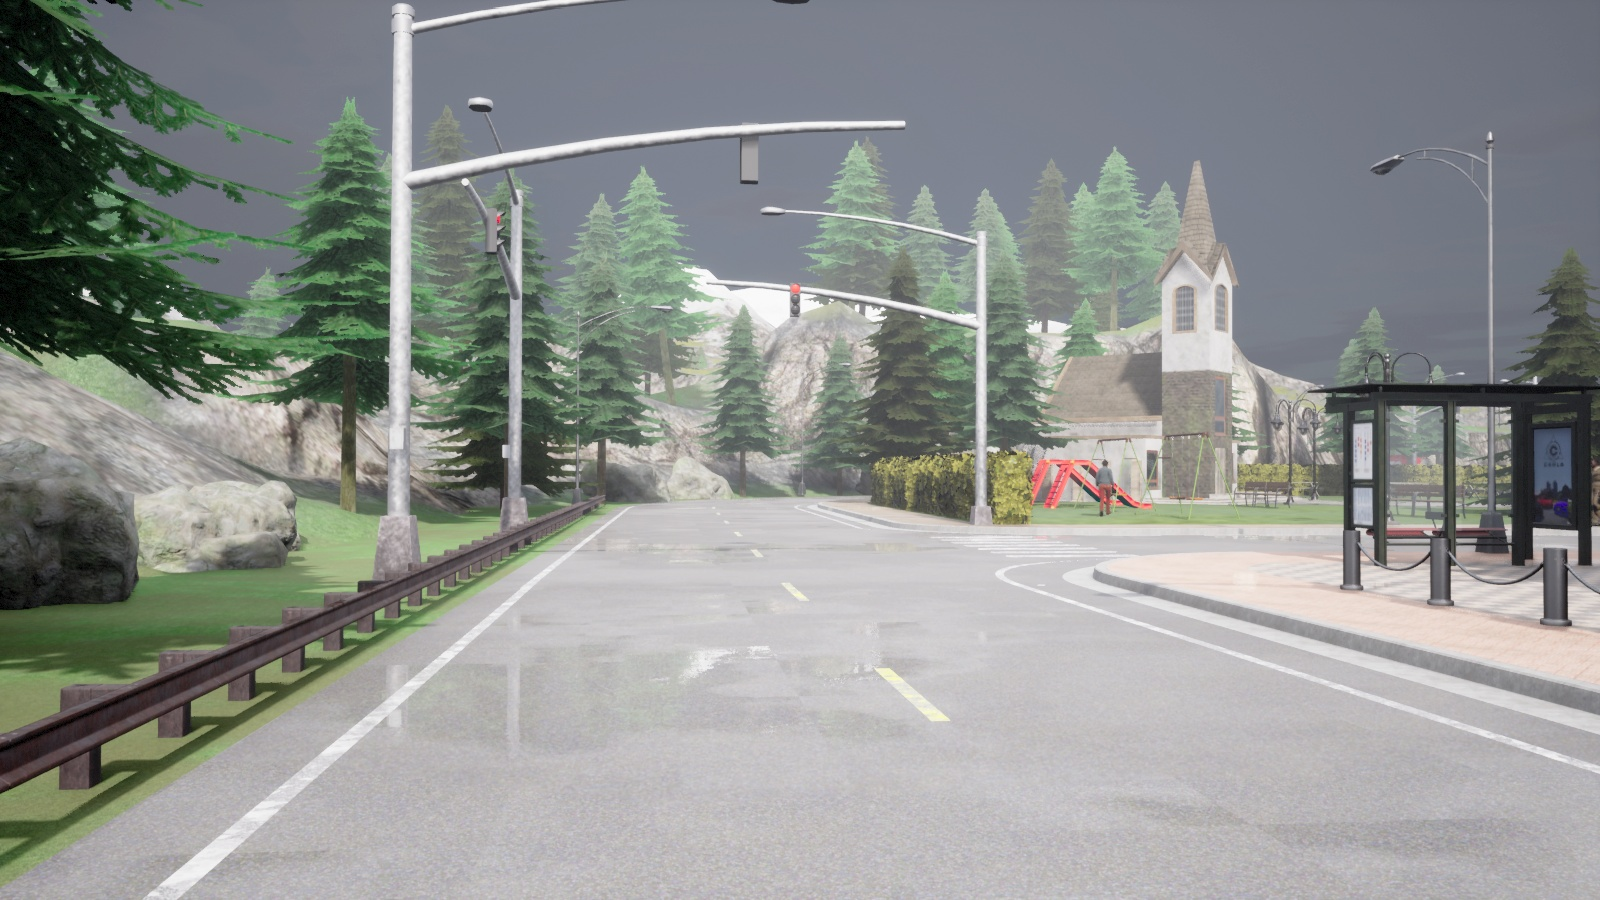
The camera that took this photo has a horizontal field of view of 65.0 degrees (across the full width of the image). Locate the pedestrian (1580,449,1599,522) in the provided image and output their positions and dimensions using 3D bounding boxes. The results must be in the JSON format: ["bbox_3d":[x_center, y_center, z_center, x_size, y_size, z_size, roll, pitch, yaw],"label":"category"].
[{"bbox_3d":[21.009,0.930,33.066,0.692,1.930,0.396,0,-1,-5],"label":"pedestrian"}]

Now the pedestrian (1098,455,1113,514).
[{"bbox_3d":[9.712,1.089,39.903,0.353,1.847,0.614,-1,-1,24],"label":"pedestrian"}]
